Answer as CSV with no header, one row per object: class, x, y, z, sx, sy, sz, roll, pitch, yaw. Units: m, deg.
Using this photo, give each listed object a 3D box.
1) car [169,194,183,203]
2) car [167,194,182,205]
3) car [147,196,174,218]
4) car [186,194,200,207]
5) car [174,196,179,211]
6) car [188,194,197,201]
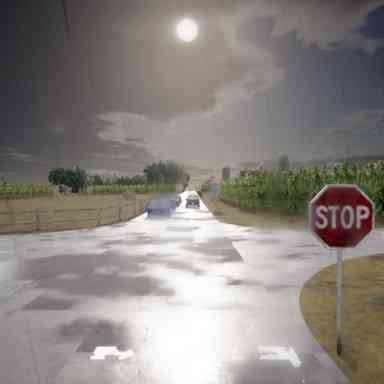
car,-2.759,1.120,57.633,2.128,1.511,4.902,0,1,1
car,-2.807,1.086,47.364,2.097,1.767,4.553,0,1,0
car,-2.786,1.358,29.067,1.882,1.535,5.008,0,0,-2
car,0.127,1.273,45.914,1.812,1.442,4.674,0,1,0
car,-2.824,1.412,38.380,1.895,1.301,4.718,0,0,0
car,0.143,1.089,69.248,1.895,1.301,4.718,0,1,0
